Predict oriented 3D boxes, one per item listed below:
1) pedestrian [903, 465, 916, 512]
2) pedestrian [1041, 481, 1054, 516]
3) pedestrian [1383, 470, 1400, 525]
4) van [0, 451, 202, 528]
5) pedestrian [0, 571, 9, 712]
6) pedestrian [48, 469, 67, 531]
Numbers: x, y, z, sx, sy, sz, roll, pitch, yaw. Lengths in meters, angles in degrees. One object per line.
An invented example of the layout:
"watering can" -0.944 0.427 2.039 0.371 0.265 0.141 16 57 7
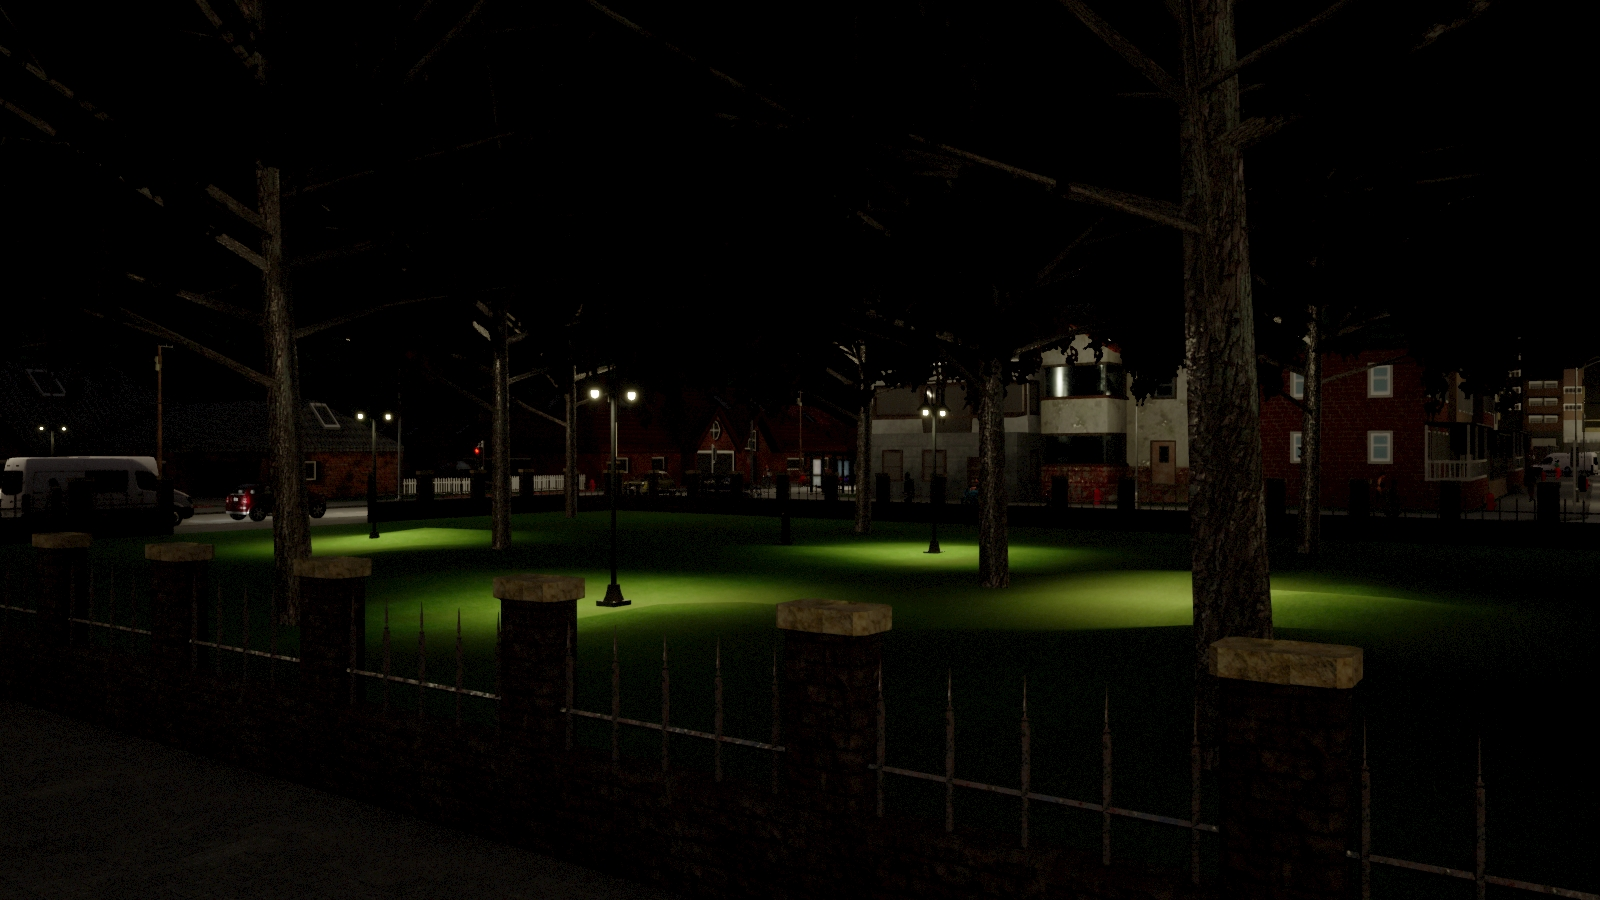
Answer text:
"pedestrian" 4.317 1.524 45.178 0.375 1.860 0.375 0 0 35
"pedestrian" 9.264 1.804 42.756 0.375 1.300 0.375 0 0 28
"pedestrian" 20.317 1.628 39.237 0.375 1.860 0.375 0 0 -23
"van" -24.847 1.314 40.778 1.988 2.561 5.915 0 0 36
"pedestrian" -7.713 1.805 10.714 0.375 1.300 0.375 0 0 32
"pedestrian" -22.581 1.525 34.737 0.375 1.860 0.375 0 0 39
